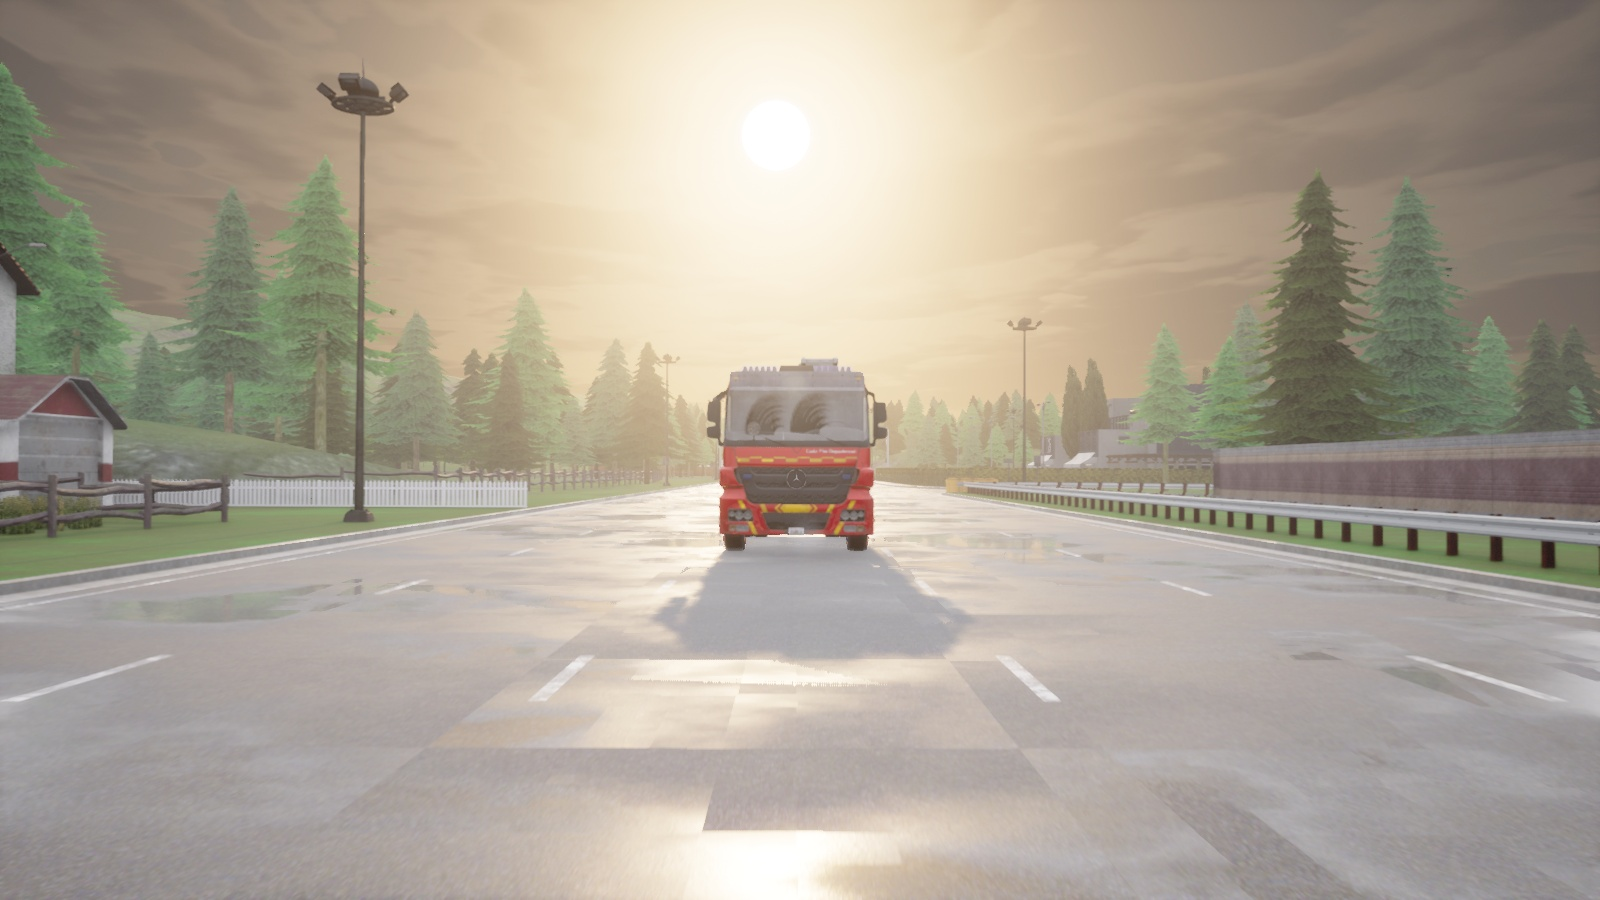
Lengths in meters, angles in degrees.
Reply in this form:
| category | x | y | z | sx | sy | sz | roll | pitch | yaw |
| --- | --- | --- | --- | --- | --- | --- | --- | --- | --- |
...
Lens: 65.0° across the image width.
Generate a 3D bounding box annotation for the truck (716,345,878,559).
| category | x | y | z | sx | sy | sz | roll | pitch | yaw |
| --- | --- | --- | --- | --- | --- | --- | --- | --- | --- |
| truck | -0.067 | 0.098 | 26.740 | 2.891 | 3.827 | 8.468 | 0 | -1 | 0 |
